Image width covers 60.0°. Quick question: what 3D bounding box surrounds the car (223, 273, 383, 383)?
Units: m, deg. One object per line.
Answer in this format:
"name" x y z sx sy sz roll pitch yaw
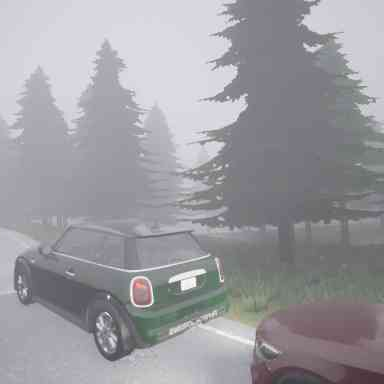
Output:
"car" 2.749 1.531 2.595 4.674 1.442 1.812 1 0 36

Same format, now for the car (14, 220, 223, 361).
"car" -1.578 1.308 6.219 4.553 1.767 2.097 1 1 44
